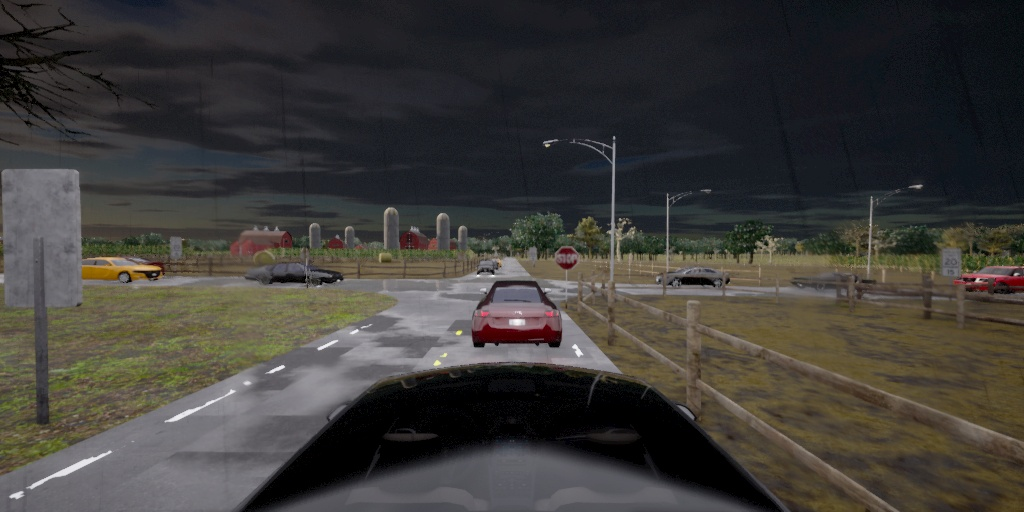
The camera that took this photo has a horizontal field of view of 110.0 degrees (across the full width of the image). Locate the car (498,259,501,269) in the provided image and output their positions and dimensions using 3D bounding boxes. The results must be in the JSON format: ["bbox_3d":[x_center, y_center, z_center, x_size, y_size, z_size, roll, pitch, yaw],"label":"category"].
[{"bbox_3d":[-2.833,1.194,49.797,2.128,1.511,4.902,0,0,0],"label":"car"}]

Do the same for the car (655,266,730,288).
[{"bbox_3d":[12.755,1.486,25.420,4.902,1.511,2.128,1,1,0],"label":"car"}]

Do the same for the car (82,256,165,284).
[{"bbox_3d":[-24.708,0.842,22.252,5.008,1.535,1.882,1,1,0],"label":"car"}]

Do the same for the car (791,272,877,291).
[{"bbox_3d":[22.719,1.811,25.480,4.718,1.301,1.895,1,1,0],"label":"car"}]

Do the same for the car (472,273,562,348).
[{"bbox_3d":[0.099,1.311,9.267,1.994,1.385,4.181,0,0,0],"label":"car"}]

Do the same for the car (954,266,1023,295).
[{"bbox_3d":[35.194,1.729,25.536,5.566,2.045,2.150,1,1,0],"label":"car"}]

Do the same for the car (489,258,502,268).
[{"bbox_3d":[-2.788,1.160,60.221,1.882,1.535,5.008,0,0,1],"label":"car"}]

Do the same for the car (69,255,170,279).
[{"bbox_3d":[-27.450,0.754,25.188,5.008,1.535,1.882,1,1,0],"label":"car"}]

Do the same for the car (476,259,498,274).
[{"bbox_3d":[-2.801,1.224,39.631,1.837,1.490,4.892,0,0,-1],"label":"car"}]

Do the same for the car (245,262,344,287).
[{"bbox_3d":[-13.453,1.098,22.318,5.357,1.411,2.033,1,1,0],"label":"car"}]
